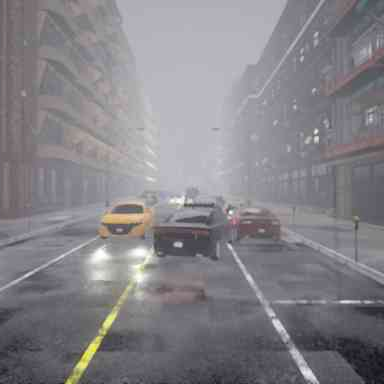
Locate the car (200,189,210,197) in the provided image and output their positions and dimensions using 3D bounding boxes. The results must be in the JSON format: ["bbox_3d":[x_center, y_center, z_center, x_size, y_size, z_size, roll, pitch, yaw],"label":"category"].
[{"bbox_3d":[2.682,0.168,69.875,1.967,1.590,4.097,1,1,0],"label":"car"}]

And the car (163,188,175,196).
[{"bbox_3d":[-5.195,-0.049,75.472,2.192,1.841,5.009,1,1,0],"label":"car"}]

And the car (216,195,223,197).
[{"bbox_3d":[2.610,1.128,20.278,1.752,1.417,4.829,1,1,0],"label":"car"}]

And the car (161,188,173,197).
[{"bbox_3d":[-5.202,0.041,69.943,2.192,1.841,5.009,1,1,0],"label":"car"}]

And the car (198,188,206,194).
[{"bbox_3d":[2.668,-0.184,91.997,1.967,1.590,4.097,1,1,0],"label":"car"}]

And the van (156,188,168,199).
[{"bbox_3d":[-5.217,0.251,58.884,1.690,1.788,3.998,1,1,0],"label":"van"}]

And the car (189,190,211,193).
[{"bbox_3d":[0.860,0.925,27.438,1.801,1.575,5.366,0,1,0],"label":"car"}]

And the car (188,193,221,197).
[{"bbox_3d":[0.852,1.062,21.245,1.882,1.535,5.008,0,1,0],"label":"car"}]

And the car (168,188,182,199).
[{"bbox_3d":[-2.749,0.450,55.971,2.128,1.511,4.902,0,1,0],"label":"car"}]

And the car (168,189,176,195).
[{"bbox_3d":[-5.188,0.025,86.538,1.947,1.339,4.313,1,1,0],"label":"car"}]

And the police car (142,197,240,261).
[{"bbox_3d":[0.290,1.194,11.628,1.930,1.638,5.238,0,1,15],"label":"police car"}]

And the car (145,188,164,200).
[{"bbox_3d":[-5.236,0.514,42.296,2.192,1.841,5.009,2,1,0],"label":"car"}]

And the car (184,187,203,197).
[{"bbox_3d":[0.061,0.333,47.206,2.150,2.045,5.566,0,1,0],"label":"car"}]

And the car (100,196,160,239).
[{"bbox_3d":[-2.830,1.172,15.467,1.882,1.535,5.008,0,1,0],"label":"car"}]

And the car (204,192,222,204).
[{"bbox_3d":[2.637,0.751,42.227,2.008,1.369,4.403,1,1,0],"label":"car"}]

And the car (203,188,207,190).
[{"bbox_3d":[2.659,0.456,58.816,1.887,1.381,4.507,1,1,0],"label":"car"}]

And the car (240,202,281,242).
[{"bbox_3d":[2.603,1.257,14.578,1.887,1.381,4.507,1,1,0],"label":"car"}]

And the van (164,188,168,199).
[{"bbox_3d":[-5.223,0.344,53.353,1.690,1.788,3.998,2,1,0],"label":"van"}]

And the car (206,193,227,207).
[{"bbox_3d":[2.630,0.846,36.696,1.887,1.381,4.507,1,1,0],"label":"car"}]

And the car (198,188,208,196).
[{"bbox_3d":[2.657,-0.137,80.933,2.192,1.841,5.009,1,1,0],"label":"car"}]

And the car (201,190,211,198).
[{"bbox_3d":[2.665,0.363,64.346,1.887,1.381,4.507,1,1,0],"label":"car"}]

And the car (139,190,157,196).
[{"bbox_3d":[-5.249,0.827,36.599,1.752,1.417,4.829,2,1,0],"label":"car"}]
